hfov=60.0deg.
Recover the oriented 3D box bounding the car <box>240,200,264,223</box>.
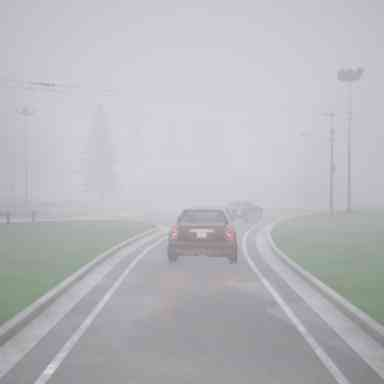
[{"bbox_3d":[3.502,1.267,23.161,2.033,1.411,5.357,0,1,27],"label":"car"}]

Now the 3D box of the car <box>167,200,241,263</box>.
[{"bbox_3d":[0.493,1.213,11.629,2.097,1.767,4.553,0,1,6],"label":"car"}]
